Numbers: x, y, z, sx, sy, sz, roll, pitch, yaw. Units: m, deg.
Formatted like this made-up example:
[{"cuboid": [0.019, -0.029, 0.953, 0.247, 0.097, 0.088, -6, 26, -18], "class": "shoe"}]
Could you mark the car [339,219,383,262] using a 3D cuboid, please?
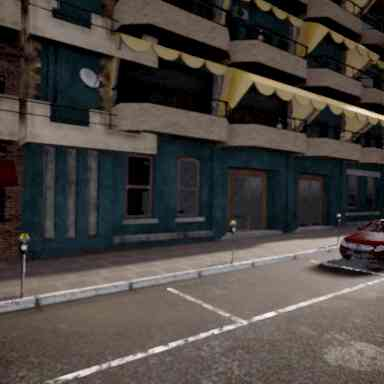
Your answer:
[{"cuboid": [6.793, 1.613, 11.395, 4.206, 1.307, 1.802, 0, 1, -36], "class": "car"}]
